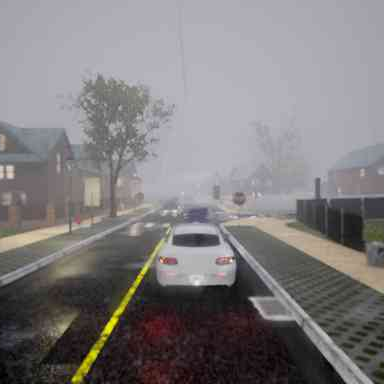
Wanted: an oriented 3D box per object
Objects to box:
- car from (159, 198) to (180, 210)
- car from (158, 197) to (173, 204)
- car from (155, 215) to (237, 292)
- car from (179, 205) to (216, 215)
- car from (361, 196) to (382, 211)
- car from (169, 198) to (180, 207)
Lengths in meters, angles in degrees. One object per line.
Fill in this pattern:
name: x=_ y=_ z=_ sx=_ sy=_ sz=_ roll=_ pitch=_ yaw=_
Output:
car: x=-2.928 y=1.733 z=45.521 sx=1.994 sy=1.385 sz=4.181 roll=0 pitch=0 yaw=0
car: x=-5.960 y=1.926 z=74.384 sx=1.994 sy=1.385 sz=4.181 roll=0 pitch=-1 yaw=-21
car: x=0.084 y=1.565 z=8.932 sx=1.812 sy=1.442 sz=4.674 roll=0 pitch=0 yaw=0
car: x=0.534 y=1.613 z=21.285 sx=1.812 sy=1.442 sz=4.674 roll=0 pitch=0 yaw=6
car: x=16.665 y=1.167 z=31.125 sx=5.008 sy=1.535 sz=1.882 roll=-1 pitch=0 yaw=-2
car: x=-3.088 y=1.741 z=58.621 sx=1.812 sy=1.442 sz=4.674 roll=0 pitch=0 yaw=-2
